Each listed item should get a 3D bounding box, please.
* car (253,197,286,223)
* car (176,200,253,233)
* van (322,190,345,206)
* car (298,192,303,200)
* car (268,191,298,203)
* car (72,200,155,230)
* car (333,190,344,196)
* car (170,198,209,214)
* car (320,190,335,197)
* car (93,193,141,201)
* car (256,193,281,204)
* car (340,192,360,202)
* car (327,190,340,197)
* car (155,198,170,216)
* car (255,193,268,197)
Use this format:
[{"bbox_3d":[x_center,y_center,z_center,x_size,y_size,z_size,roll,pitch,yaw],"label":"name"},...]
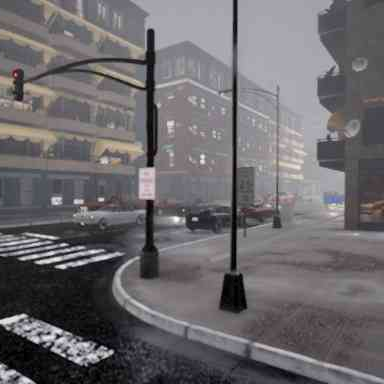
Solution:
[{"bbox_3d":[4.554,1.276,22.559,1.802,1.307,4.206,2,2,35],"label":"car"},{"bbox_3d":[1.349,1.341,18.003,1.947,1.339,4.313,2,2,35],"label":"car"},{"bbox_3d":[17.376,0.714,40.780,1.690,1.788,3.998,2,2,35],"label":"van"},{"bbox_3d":[16.951,0.706,54.750,1.947,1.339,4.313,2,2,35],"label":"car"},{"bbox_3d":[11.441,0.706,42.370,2.097,1.767,4.553,1,1,36],"label":"car"},{"bbox_3d":[-4.609,1.358,19.607,1.895,1.301,4.718,1,1,35],"label":"car"},{"bbox_3d":[36.179,0.242,82.088,1.802,1.307,4.206,2,2,35],"label":"car"},{"bbox_3d":[0.485,1.192,26.872,1.994,1.385,4.181,1,1,34],"label":"car"},{"bbox_3d":[29.770,0.365,72.975,1.887,1.381,4.507,2,2,35],"label":"car"},{"bbox_3d":[-5.480,1.019,22.849,2.192,1.841,5.009,2,2,35],"label":"car"},{"bbox_3d":[10.542,0.867,45.637,1.947,1.339,4.313,2,2,35],"label":"car"},{"bbox_3d":[23.783,0.757,49.896,1.887,1.381,4.507,2,2,35],"label":"car"},{"bbox_3d":[32.974,0.322,77.532,1.802,1.307,4.206,2,2,35],"label":"car"},{"bbox_3d":[-2.277,1.168,27.412,1.887,1.381,4.507,2,2,35],"label":"car"},{"bbox_3d":[5.736,1.002,34.309,1.837,1.490,4.892,1,1,35],"label":"car"}]
